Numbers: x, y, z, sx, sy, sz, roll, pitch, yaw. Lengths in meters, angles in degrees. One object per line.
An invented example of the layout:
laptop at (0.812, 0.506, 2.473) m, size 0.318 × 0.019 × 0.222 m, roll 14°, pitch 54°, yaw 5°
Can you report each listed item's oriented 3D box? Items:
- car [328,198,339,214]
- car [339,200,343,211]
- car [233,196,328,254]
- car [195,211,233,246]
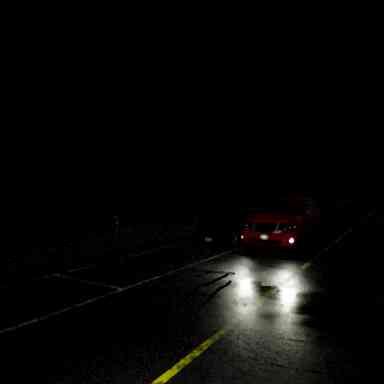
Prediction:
car at (13.448, 1.567, 34.165) m, size 1.947 × 1.339 × 4.313 m, roll 0°, pitch 0°, yaw 32°
car at (16.359, 1.442, 38.861) m, size 1.967 × 1.590 × 4.097 m, roll 0°, pitch 0°, yaw 32°
car at (3.973, 1.222, 14.002) m, size 2.150 × 2.045 × 5.566 m, roll 0°, pitch 0°, yaw 32°
car at (1.807, 1.566, 15.379) m, size 1.947 × 1.339 × 4.313 m, roll 0°, pitch 0°, yaw 32°
